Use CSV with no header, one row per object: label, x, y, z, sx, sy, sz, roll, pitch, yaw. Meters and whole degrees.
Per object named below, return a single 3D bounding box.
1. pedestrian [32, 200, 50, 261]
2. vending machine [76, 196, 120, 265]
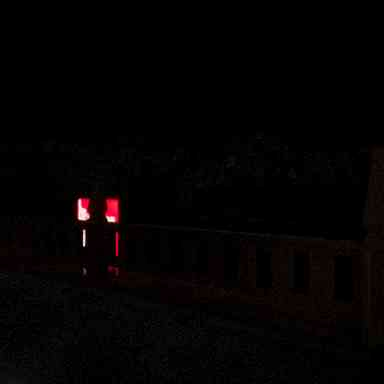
pedestrian,-4.646,1.141,10.129,0.375,1.860,0.375,0,0,30
vending machine,-3.075,1.195,10.919,0.880,2.100,1.100,0,0,30
